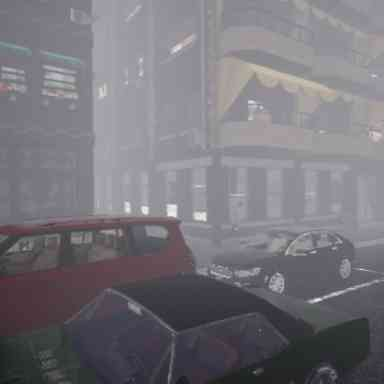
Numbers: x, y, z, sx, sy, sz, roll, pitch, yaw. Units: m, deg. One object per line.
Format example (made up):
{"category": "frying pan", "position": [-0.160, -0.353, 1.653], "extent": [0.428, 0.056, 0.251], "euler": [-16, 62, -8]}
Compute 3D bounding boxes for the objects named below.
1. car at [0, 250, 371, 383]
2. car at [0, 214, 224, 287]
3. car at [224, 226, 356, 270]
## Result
{"category": "car", "position": [-0.409, 1.604, 3.087], "extent": [4.718, 1.301, 1.895], "euler": [0, 0, -35]}
{"category": "car", "position": [-2.197, 1.318, 4.996], "extent": [5.009, 1.841, 2.192], "euler": [0, -1, -35]}
{"category": "car", "position": [2.356, 1.564, 8.260], "extent": [4.403, 1.369, 2.008], "euler": [0, -1, -35]}
